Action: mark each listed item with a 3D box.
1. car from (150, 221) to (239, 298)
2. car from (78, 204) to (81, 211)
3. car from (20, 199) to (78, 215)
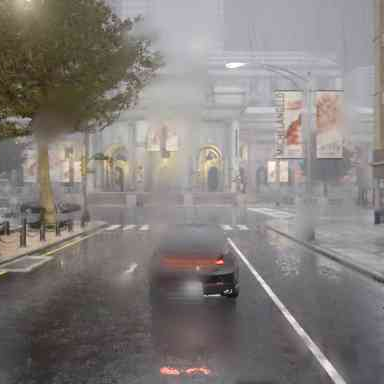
[{"bbox_3d":[0.061,1.505,8.519,1.837,1.490,4.892,0,0,0],"label":"car"},{"bbox_3d":[-14.697,1.477,36.387,5.008,1.535,1.882,0,0,0],"label":"car"},{"bbox_3d":[-14.290,1.504,32.886,4.892,1.490,1.837,0,0,0],"label":"car"}]
